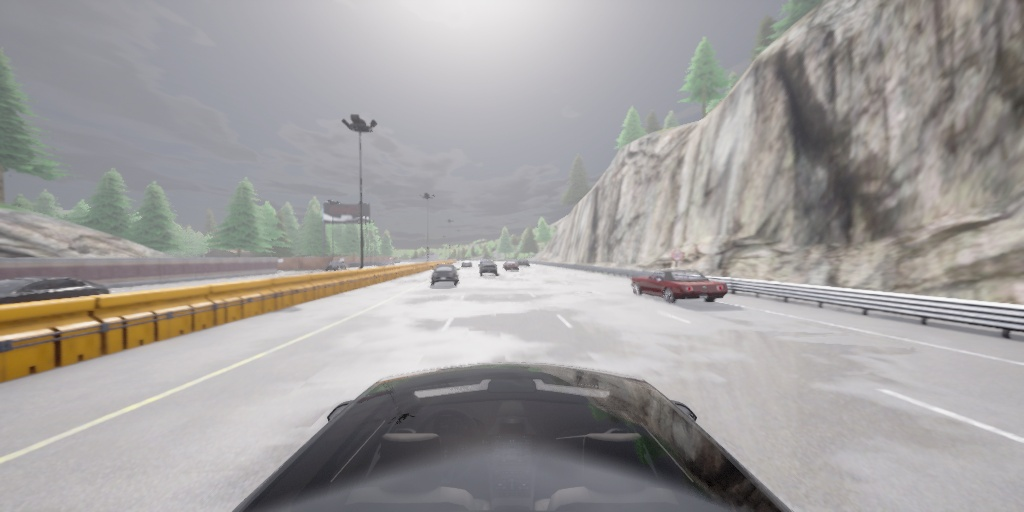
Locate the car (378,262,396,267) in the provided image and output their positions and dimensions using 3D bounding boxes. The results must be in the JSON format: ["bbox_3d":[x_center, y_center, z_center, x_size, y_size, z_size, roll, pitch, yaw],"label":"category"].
[{"bbox_3d":[-17.753,1.580,51.206,2.128,1.511,4.902,-1,0,-5],"label":"car"}]

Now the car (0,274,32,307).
[{"bbox_3d":[-25.216,1.671,15.784,1.837,1.490,4.892,-1,0,-5],"label":"car"}]

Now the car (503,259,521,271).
[{"bbox_3d":[-0.219,1.361,50.491,1.895,1.301,4.718,-1,0,-5],"label":"car"}]

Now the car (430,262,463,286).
[{"bbox_3d":[-4.880,1.359,26.590,1.812,1.442,4.674,-1,0,-6],"label":"car"}]

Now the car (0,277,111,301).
[{"bbox_3d":[-18.011,1.554,13.268,1.837,1.490,4.892,-1,-1,-4],"label":"car"}]

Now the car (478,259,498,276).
[{"bbox_3d":[-2.531,1.302,38.717,1.837,1.490,4.892,-1,0,-5],"label":"car"}]

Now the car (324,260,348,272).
[{"bbox_3d":[-24.734,1.380,50.637,1.837,1.490,4.892,-1,0,-5],"label":"car"}]

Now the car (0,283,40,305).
[{"bbox_3d":[-14.241,1.548,7.933,1.994,1.385,4.181,-1,0,-2],"label":"car"}]

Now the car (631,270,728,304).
[{"bbox_3d":[6.926,1.239,15.556,1.895,1.301,4.718,-1,0,-5],"label":"car"}]
